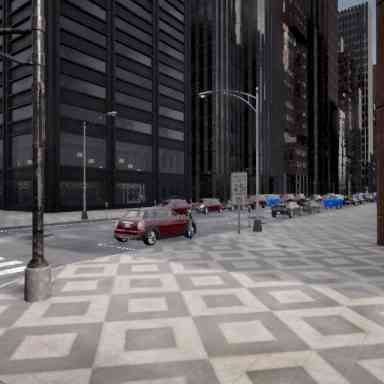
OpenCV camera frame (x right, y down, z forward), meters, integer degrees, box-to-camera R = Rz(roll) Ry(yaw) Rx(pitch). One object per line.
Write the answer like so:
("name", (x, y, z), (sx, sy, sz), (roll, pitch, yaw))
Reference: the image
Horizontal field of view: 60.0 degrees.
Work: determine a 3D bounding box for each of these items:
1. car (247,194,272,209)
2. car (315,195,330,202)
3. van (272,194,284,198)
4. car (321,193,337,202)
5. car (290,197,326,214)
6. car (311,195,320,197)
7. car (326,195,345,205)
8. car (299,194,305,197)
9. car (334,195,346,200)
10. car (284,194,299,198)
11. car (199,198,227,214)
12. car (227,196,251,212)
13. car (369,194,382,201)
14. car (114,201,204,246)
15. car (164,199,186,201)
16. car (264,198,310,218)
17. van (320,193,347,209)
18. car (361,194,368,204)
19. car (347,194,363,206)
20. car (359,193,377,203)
("car", (7.937, 1.234, 42.963), (2.192, 1.841, 5.009), (0, 0, 36))
("car", (27.593, 1.408, 70.285), (2.008, 1.369, 4.403), (0, 0, 36))
("van", (11.212, 1.248, 47.516), (1.690, 1.788, 3.998), (0, 0, 36))
("car", (30.868, 1.164, 74.838), (2.192, 1.841, 5.009), (0, 0, 36))
("car", (11.592, 1.466, 33.445), (1.947, 1.339, 4.313), (0, 0, 36))
("car", (24.316, 1.307, 65.731), (1.967, 1.590, 4.097), (0, 0, 36))
("car", (23.797, 1.339, 54.970), (1.882, 1.535, 5.008), (0, 0, 36))
("car", (17.764, 1.201, 56.623), (2.192, 1.841, 5.009), (0, 0, 36))
("car", (37.420, 1.399, 83.945), (1.947, 1.339, 4.313), (0, 0, 36))
("car", (14.489, 1.211, 52.070), (2.192, 1.841, 5.009), (0, 0, 36))
("car", (1.386, 1.384, 33.856), (1.967, 1.590, 4.097), (0, 0, 36))
("car", (4.662, 1.482, 38.410), (2.008, 1.369, 4.403), (0, 0, 36))
("car", (41.073, 1.250, 74.425), (1.967, 1.590, 4.097), (0, 0, 36))
("car", (-1.510, 1.393, 15.233), (1.967, 1.590, 4.097), (0, 0, 36))
("car", (-1.890, 1.397, 29.302), (1.967, 1.590, 4.097), (0, 0, 36))
("car", (8.317, 1.464, 28.892), (2.008, 1.369, 4.403), (0, 0, 36))
("van", (18.143, 1.218, 42.552), (1.690, 1.788, 3.998), (0, 0, 36))
("car", (27.970, 1.411, 56.212), (1.947, 1.339, 4.313), (0, 0, 36))
("car", (24.695, 1.421, 51.658), (1.947, 1.339, 4.313), (0, 0, 36))
("car", (34.522, 1.372, 65.318), (1.887, 1.381, 4.507), (0, 0, 36))
